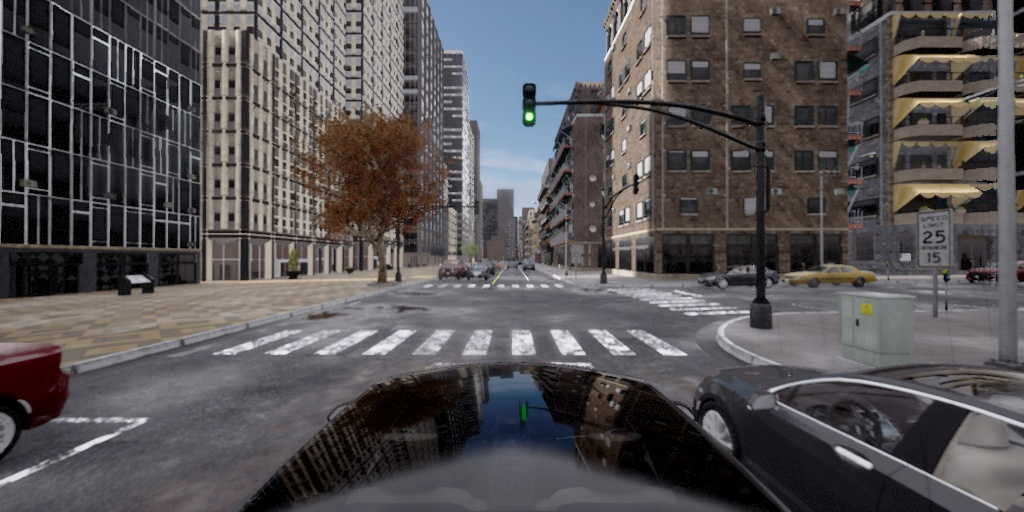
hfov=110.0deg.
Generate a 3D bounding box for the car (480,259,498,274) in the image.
[{"bbox_3d":[-3.098,1.373,43.014,2.097,1.767,4.553,0,0,0],"label":"car"}]

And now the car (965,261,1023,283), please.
[{"bbox_3d":[30.136,0.979,21.548,4.507,1.381,1.888,0,0,-1],"label":"car"}]

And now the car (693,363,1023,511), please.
[{"bbox_3d":[2.689,1.302,1.960,2.007,1.370,4.403,0,0,0],"label":"car"}]

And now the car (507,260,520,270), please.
[{"bbox_3d":[0.103,1.659,63.732,2.128,1.511,4.902,0,0,0],"label":"car"}]

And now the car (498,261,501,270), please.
[{"bbox_3d":[-3.093,1.689,52.731,1.895,1.301,4.718,0,0,0],"label":"car"}]

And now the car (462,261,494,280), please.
[{"bbox_3d":[-3.101,1.450,33.842,2.128,1.511,4.902,0,0,0],"label":"car"}]

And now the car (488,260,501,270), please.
[{"bbox_3d":[-3.047,1.513,62.749,2.097,1.767,4.553,0,0,1],"label":"car"}]

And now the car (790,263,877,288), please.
[{"bbox_3d":[18.832,1.113,21.432,4.829,1.417,1.751,0,0,-1],"label":"car"}]

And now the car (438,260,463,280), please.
[{"bbox_3d":[-5.692,1.276,34.347,2.192,1.841,5.009,0,0,0],"label":"car"}]

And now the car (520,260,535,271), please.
[{"bbox_3d":[2.690,1.680,56.438,1.948,1.339,4.313,0,0,0],"label":"car"}]

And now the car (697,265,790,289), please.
[{"bbox_3d":[13.435,1.214,21.377,4.403,1.370,2.007,0,0,-1],"label":"car"}]

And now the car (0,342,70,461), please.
[{"bbox_3d":[-5.692,1.296,1.961,1.888,1.381,4.507,0,0,0],"label":"car"}]
